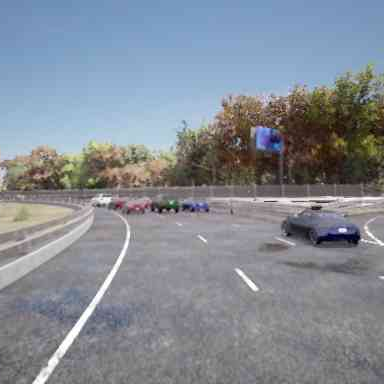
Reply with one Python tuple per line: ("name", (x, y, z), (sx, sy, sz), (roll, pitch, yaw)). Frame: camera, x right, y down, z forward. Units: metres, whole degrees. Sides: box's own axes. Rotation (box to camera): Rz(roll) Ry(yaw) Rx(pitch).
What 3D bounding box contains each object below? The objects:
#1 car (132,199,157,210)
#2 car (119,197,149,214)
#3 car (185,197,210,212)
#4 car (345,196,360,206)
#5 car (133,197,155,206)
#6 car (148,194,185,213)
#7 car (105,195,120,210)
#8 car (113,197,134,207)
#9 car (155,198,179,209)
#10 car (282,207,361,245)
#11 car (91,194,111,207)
("car", (-6.557, 1.605, 45.198), (1.895, 1.301, 4.718), (0, 0, -27))
("car", (-6.143, 1.536, 34.930), (1.812, 1.442, 4.674), (0, 0, -20))
("car", (0.287, 1.315, 37.718), (2.097, 1.767, 4.553), (0, 0, -20))
("car", (21.142, 1.308, 44.733), (4.902, 1.511, 2.128), (0, 0, 4))
("car", (-8.109, 1.531, 55.856), (1.812, 1.442, 4.674), (0, 0, -32))
("car", (-2.989, 1.209, 36.521), (2.150, 2.045, 5.566), (0, 0, -20))
("car", (-9.561, 1.505, 43.327), (1.882, 1.535, 5.008), (0, 0, -27))
("car", (-11.232, 1.593, 54.256), (1.994, 1.385, 4.181), (0, 0, -32))
("car", (-3.636, 1.546, 47.201), (1.994, 1.385, 4.181), (0, 0, -27))
("car", (5.753, 1.514, 15.317), (1.994, 1.385, 4.181), (0, 0, -8))
("car", (-14.166, 1.272, 52.346), (2.150, 2.045, 5.566), (0, 0, -32))
